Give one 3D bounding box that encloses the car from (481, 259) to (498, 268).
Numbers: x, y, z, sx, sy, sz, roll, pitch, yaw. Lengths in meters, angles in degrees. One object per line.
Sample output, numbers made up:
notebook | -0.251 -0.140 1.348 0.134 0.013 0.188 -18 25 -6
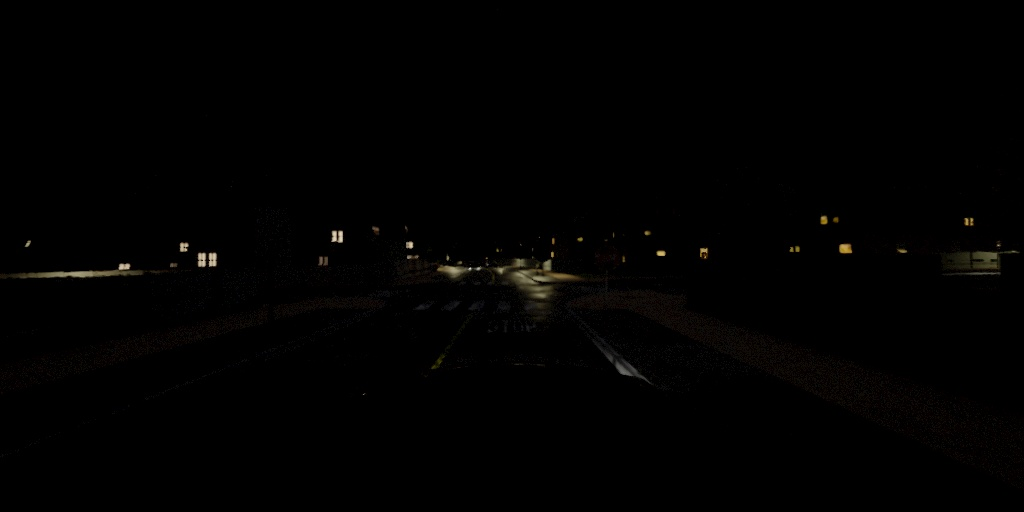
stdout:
car | -3.706 1.433 63.489 2.033 1.411 5.357 0 0 -10
